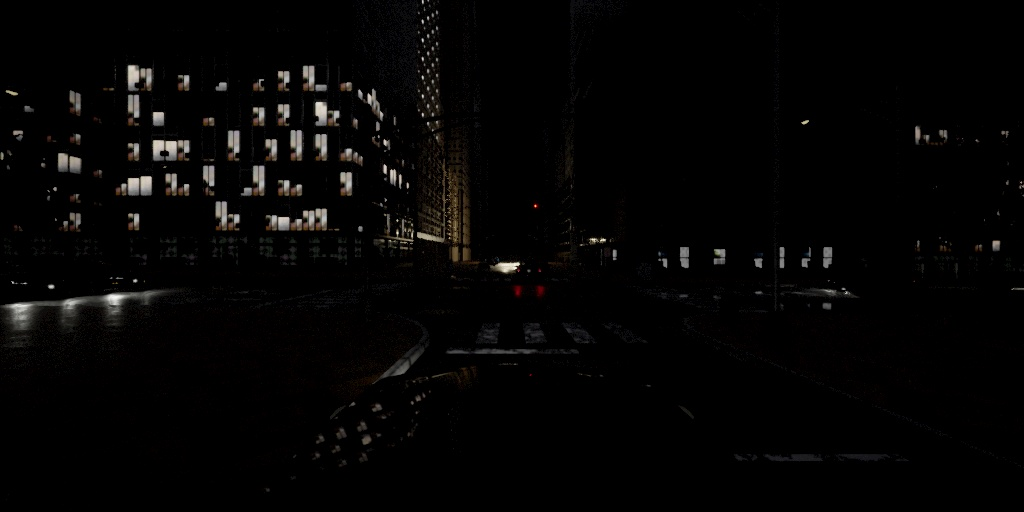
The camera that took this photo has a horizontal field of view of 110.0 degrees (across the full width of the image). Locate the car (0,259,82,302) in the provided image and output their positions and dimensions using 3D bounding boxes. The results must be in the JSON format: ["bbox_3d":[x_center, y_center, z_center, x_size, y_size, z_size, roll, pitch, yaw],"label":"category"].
[{"bbox_3d":[-20.392,0.906,13.879,4.892,1.490,1.837,1,0,-3],"label":"car"}]

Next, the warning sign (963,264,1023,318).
[{"bbox_3d":[17.272,1.204,12.881,1.060,1.860,1.300,0,0,-3],"label":"warning sign"}]

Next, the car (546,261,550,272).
[{"bbox_3d":[3.915,1.328,46.680,1.948,1.339,4.313,0,0,0],"label":"car"}]

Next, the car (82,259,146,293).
[{"bbox_3d":[-20.539,0.902,17.125,4.892,1.490,1.837,1,0,-3],"label":"car"}]

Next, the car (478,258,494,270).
[{"bbox_3d":[-4.039,1.342,52.171,1.802,1.307,4.207,0,0,0],"label":"car"}]

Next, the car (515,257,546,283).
[{"bbox_3d":[1.331,1.122,28.639,2.097,1.767,4.553,0,0,2],"label":"car"}]

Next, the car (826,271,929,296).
[{"bbox_3d":[23.034,1.789,22.611,4.718,1.301,1.895,1,0,-3],"label":"car"}]
